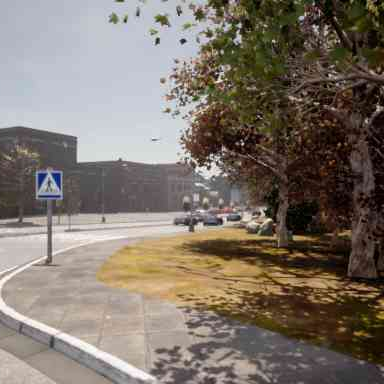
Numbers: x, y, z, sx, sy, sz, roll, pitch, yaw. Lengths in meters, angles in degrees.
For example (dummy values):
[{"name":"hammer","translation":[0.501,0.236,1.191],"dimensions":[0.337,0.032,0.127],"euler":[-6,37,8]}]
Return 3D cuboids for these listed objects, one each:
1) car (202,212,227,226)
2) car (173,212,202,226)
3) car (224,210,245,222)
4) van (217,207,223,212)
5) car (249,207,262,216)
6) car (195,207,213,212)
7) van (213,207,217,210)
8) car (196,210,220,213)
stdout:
[{"name":"car","translation":[2.990,3.857,45.264],"dimensions":[1.994,1.385,4.181],"euler":[0,-3,19]},{"name":"car","translation":[-0.793,3.722,44.175],"dimensions":[2.033,1.411,5.357],"euler":[0,-3,20]},{"name":"car","translation":[7.306,4.359,57.594],"dimensions":[1.994,1.385,4.181],"euler":[0,-2,19]},{"name":"van","translation":[5.999,5.081,88.158],"dimensions":[1.878,1.987,4.442],"euler":[0,-2,20]},{"name":"car","translation":[16.561,5.294,84.317],"dimensions":[1.882,1.535,5.008],"euler":[0,-2,19]},{"name":"car","translation":[2.305,4.664,77.800],"dimensions":[2.435,2.045,5.566],"euler":[0,-2,20]},{"name":"van","translation":[4.136,4.885,82.937],"dimensions":[1.878,1.987,4.442],"euler":[0,-2,20]},{"name":"car","translation":[2.516,4.150,53.756],"dimensions":[2.033,1.411,5.357],"euler":[0,-2,19]}]
